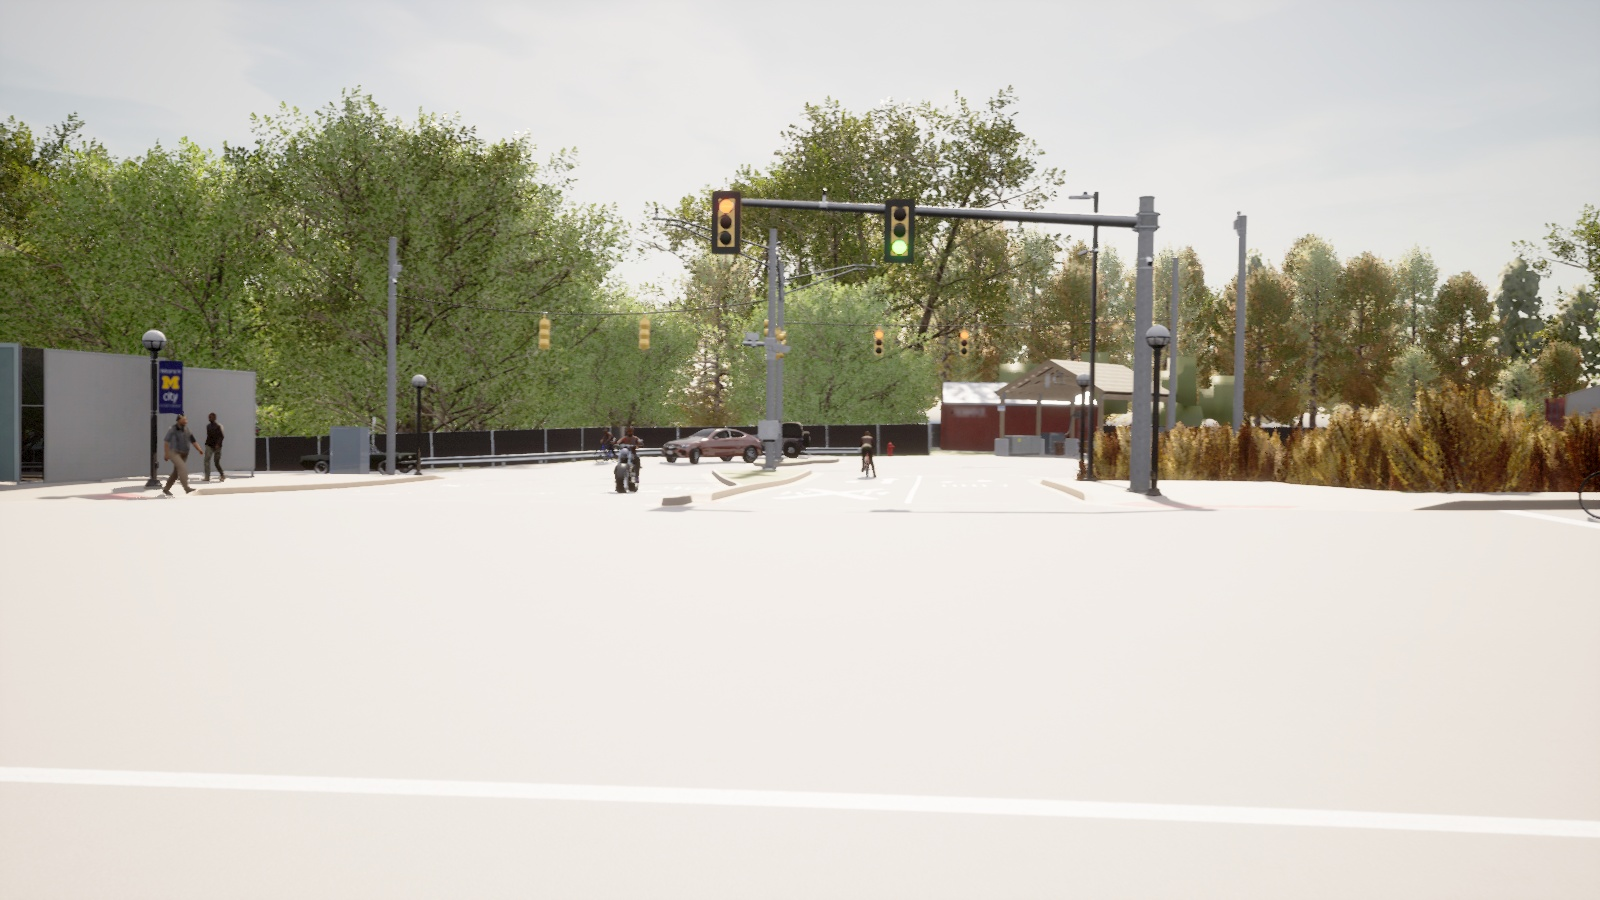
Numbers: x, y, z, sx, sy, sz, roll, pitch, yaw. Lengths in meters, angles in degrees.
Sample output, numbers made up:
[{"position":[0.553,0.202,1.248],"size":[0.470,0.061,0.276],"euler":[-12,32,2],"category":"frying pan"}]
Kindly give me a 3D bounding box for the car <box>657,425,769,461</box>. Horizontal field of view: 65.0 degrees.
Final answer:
[{"position":[-4.101,-0.365,59.865],"size":[5.027,1.651,2.152],"euler":[-1,2,-41],"category":"car"}]

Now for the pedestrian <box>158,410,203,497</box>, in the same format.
[{"position":[-13.488,0.067,27.351],"size":[0.694,1.848,0.540],"euler":[2,2,23],"category":"pedestrian"}]

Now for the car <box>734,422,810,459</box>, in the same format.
[{"position":[-1.442,-0.531,65.673],"size":[3.866,1.878,1.905],"euler":[0,2,1],"category":"car"}]

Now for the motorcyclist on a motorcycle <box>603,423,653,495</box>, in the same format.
[{"position":[-4.074,0.218,29.864],"size":[0.766,1.649,2.350],"euler":[1,0,2],"category":"motorcyclist on a motorcycle"}]

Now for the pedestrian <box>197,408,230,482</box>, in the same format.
[{"position":[-14.952,-0.137,32.014],"size":[0.431,1.840,0.703],"euler":[1,2,10],"category":"pedestrian"}]

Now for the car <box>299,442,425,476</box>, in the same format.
[{"position":[-18.528,0.375,53.197],"size":[4.718,1.301,1.895],"euler":[-1,2,11],"category":"car"}]

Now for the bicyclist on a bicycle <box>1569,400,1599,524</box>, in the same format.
[{"position":[12.275,0.160,18.169],"size":[1.843,1.776,0.659],"euler":[0,1,6],"category":"bicyclist on a bicycle"}]
